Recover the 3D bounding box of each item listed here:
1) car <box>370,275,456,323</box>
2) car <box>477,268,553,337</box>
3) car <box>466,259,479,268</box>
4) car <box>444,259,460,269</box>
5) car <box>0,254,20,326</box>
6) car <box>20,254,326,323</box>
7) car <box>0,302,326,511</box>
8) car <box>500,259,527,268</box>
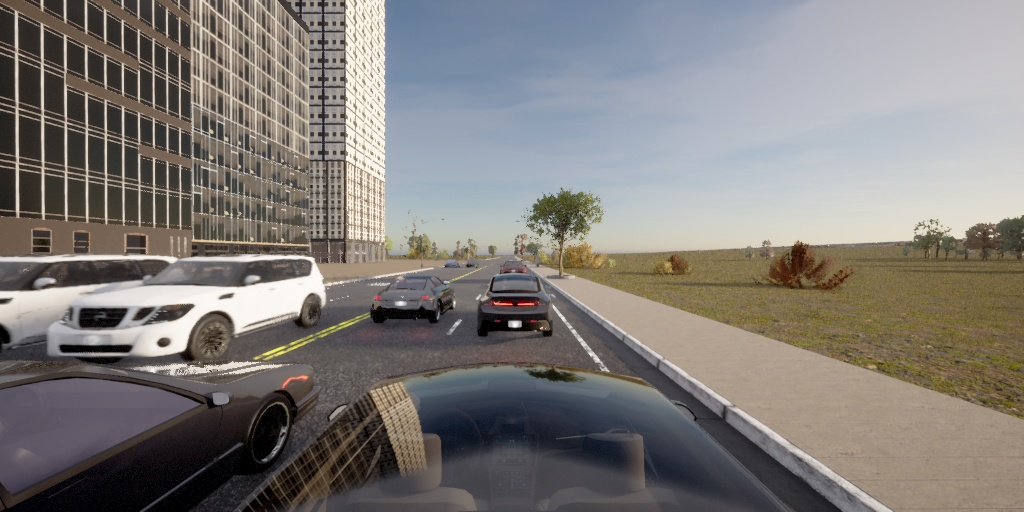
[{"bbox_3d":[-3.143,1.313,12.128,1.994,1.385,4.181,0,0,0],"label":"car"},{"bbox_3d":[0.100,1.254,10.330,1.837,1.490,4.892,0,0,1],"label":"car"},{"bbox_3d":[-6.493,1.250,59.082,1.837,1.490,4.892,0,-1,0],"label":"car"},{"bbox_3d":[-9.753,1.268,58.072,1.812,1.442,4.674,0,0,1],"label":"car"},{"bbox_3d":[-9.847,0.971,7.528,2.150,2.045,5.566,0,0,0],"label":"car"},{"bbox_3d":[-6.596,0.971,8.407,2.150,2.045,5.566,0,0,0],"label":"car"},{"bbox_3d":[-3.148,1.297,1.720,2.033,1.411,5.357,0,0,0],"label":"car"},{"bbox_3d":[0.113,1.100,28.348,2.097,1.767,4.553,0,0,0],"label":"car"}]
